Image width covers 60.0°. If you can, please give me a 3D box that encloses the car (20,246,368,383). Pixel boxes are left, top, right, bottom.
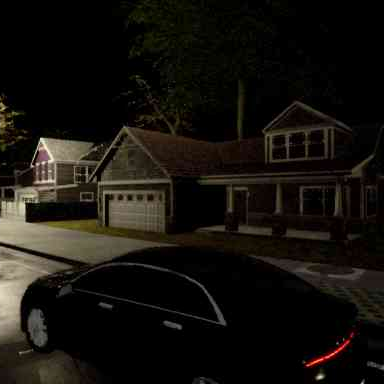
[{"bbox_3d":[-0.419,1.505,4.449,4.892,1.490,1.837,0,0,37],"label":"car"}]
